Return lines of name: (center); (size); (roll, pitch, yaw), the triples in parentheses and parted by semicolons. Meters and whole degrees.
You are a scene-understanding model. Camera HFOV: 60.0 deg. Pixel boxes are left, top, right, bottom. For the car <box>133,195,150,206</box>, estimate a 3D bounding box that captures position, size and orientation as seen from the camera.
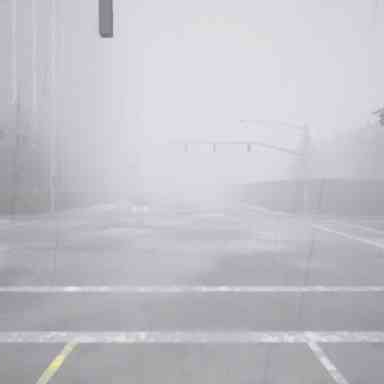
car: (-6.999, 1.208, 46.349); (1.837, 1.490, 4.892); (0, 1, 0)
